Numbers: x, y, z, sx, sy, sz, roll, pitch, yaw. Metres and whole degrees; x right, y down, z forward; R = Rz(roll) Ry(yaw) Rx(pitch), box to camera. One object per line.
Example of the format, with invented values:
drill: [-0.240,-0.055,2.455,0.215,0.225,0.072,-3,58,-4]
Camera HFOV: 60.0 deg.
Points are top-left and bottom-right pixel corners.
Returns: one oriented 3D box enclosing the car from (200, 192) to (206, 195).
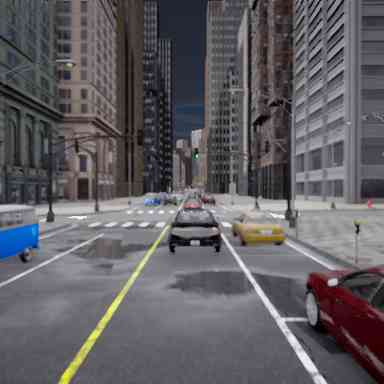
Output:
car: [2.768,1.211,58.136,1.887,1.381,4.507,0,0,0]

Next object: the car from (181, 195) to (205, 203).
car: [0.089,1.349,35.970,1.994,1.385,4.181,0,0,0]

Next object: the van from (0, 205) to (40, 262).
van: [-5.766,1.284,9.118,1.690,1.788,3.998,0,0,0]

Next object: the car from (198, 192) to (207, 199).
car: [2.758,0.840,85.762,2.192,1.841,5.009,0,0,0]

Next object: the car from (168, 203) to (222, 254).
car: [0.098,1.411,13.189,2.128,1.511,4.902,0,0,0]

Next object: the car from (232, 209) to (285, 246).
car: [2.765,1.435,14.688,1.752,1.417,4.829,0,0,0]

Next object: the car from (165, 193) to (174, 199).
car: [-5.784,1.075,85.777,2.008,1.369,4.403,0,0,0]

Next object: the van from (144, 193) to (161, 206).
van: [-5.786,1.066,47.102,1.690,1.788,3.998,0,0,0]

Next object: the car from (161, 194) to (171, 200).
car: [-5.784,1.163,74.728,1.802,1.307,4.206,0,0,0]

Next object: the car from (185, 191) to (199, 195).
car: [-0.009,1.113,71.905,2.128,1.511,4.902,0,0,0]

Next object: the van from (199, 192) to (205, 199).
van: [2.756,0.838,91.287,1.690,1.788,3.998,0,0,0]

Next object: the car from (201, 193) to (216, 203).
car: [2.770,1.240,52.611,1.887,1.381,4.507,0,0,0]

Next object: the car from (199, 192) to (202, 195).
car: [2.766,1.183,63.661,1.887,1.381,4.507,0,0,0]

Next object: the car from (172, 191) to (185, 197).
car: [-3.031,0.856,63.657,2.150,2.045,5.566,0,1,0]

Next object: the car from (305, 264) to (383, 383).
car: [2.760,1.520,3.938,1.887,1.381,4.507,0,0,0]

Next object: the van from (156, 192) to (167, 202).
van: [-5.785,0.979,63.676,1.690,1.788,3.998,0,0,0]

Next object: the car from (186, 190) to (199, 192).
car: [-0.010,0.945,82.323,1.994,1.385,4.181,0,0,0]

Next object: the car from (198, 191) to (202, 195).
car: [2.764,1.134,69.356,1.752,1.417,4.829,0,0,0]

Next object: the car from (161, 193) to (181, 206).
car: [-3.090,1.268,47.784,2.033,1.411,5.357,0,0,0]
